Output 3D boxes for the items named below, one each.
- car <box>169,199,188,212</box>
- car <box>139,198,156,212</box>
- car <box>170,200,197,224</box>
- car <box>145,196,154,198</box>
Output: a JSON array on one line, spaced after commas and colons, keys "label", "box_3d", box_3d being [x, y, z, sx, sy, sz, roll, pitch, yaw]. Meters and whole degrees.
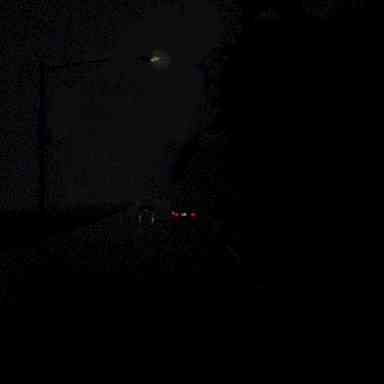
[{"label": "car", "box_3d": [-1.756, 1.660, 41.341, 2.033, 1.411, 5.357, 0, 0, -5]}, {"label": "car", "box_3d": [-5.331, 1.699, 39.834, 1.895, 1.301, 4.718, 0, 0, -5]}, {"label": "car", "box_3d": [-0.638, 1.619, 25.581, 2.033, 1.411, 5.357, 0, 0, -3]}, {"label": "car", "box_3d": [-10.319, 1.684, 80.114, 1.882, 1.535, 5.008, 0, 0, -9]}]
